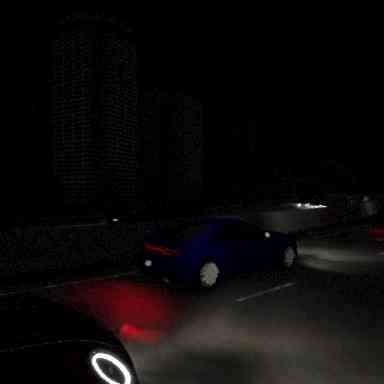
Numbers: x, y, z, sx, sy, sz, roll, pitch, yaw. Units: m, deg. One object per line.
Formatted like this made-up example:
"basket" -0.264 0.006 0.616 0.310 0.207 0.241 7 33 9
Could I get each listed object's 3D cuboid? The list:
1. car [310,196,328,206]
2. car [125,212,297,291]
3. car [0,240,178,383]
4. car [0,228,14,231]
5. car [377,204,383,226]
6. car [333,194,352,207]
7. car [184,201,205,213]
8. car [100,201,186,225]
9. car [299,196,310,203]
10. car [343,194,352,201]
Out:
"car" 20.685 1.358 53.150 2.128 1.511 4.902 0 0 26
"car" 0.918 1.468 9.174 5.008 1.535 1.882 0 0 -39
"car" -2.591 1.364 2.101 4.553 1.767 2.097 0 0 -35
"car" -8.376 1.634 11.019 4.718 1.301 1.895 0 0 -36
"car" 13.867 1.273 22.053 2.097 1.767 4.553 0 0 41
"car" 19.241 1.372 42.550 2.128 1.511 4.902 0 0 28
"car" -1.008 1.480 26.672 2.128 1.511 4.902 0 0 44
"car" -3.082 1.494 19.824 4.902 1.511 2.128 0 0 -43
"car" 21.111 1.458 62.069 1.895 1.301 4.718 0 0 26
"car" 36.673 1.229 78.445 1.812 1.442 4.674 0 0 25
